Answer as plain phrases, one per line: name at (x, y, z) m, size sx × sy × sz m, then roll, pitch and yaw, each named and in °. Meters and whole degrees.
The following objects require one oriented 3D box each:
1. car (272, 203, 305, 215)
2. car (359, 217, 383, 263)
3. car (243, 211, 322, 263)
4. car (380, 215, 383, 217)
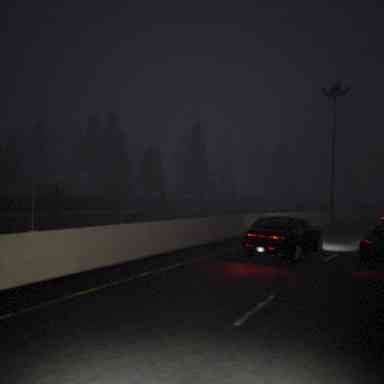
car at (12.513, 2.174, 42.988) m, size 4.674 × 1.442 × 1.812 m, roll 2°, pitch 0°, yaw -39°
car at (7.592, 1.866, 12.405) m, size 1.994 × 1.385 × 4.181 m, roll 2°, pitch 0°, yaw 36°
car at (3.646, 1.684, 12.909) m, size 1.837 × 1.490 × 4.892 m, roll 1°, pitch -1°, yaw 35°
car at (18.392, 2.327, 29.366) m, size 4.718 × 1.301 × 1.895 m, roll 2°, pitch 0°, yaw -42°
